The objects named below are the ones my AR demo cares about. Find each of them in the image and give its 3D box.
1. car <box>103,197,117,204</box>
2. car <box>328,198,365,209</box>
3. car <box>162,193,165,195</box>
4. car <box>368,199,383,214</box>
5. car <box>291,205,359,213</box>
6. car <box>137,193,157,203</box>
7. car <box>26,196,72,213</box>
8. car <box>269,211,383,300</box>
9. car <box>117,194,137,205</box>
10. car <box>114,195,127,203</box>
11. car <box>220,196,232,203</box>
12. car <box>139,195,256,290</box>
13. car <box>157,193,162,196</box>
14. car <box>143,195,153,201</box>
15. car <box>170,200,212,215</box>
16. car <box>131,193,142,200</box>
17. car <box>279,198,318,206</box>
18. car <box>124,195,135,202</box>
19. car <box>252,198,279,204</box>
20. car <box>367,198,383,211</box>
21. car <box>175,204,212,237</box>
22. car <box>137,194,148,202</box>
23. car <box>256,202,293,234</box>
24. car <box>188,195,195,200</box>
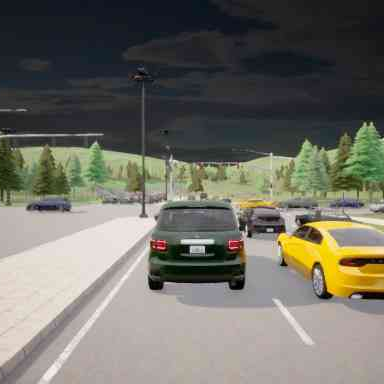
[{"bbox_3d":[-15.132,1.564,61.615,1.994,1.385,4.181,0,0,0],"label":"car"},{"bbox_3d":[20.779,1.526,44.897,4.674,1.442,1.812,0,0,1],"label":"car"},{"bbox_3d":[-8.102,1.552,78.126,1.994,1.385,4.181,0,0,0],"label":"car"},{"bbox_3d":[21.004,1.601,34.391,4.718,1.301,1.895,0,0,1],"label":"car"},{"bbox_3d":[7.080,1.601,17.864,1.895,1.301,4.718,0,0,0],"label":"car"},{"bbox_3d":[-8.142,1.491,60.537,2.128,1.511,4.902,0,0,0],"label":"car"},{"bbox_3d":[-15.701,1.352,36.630,4.553,1.767,2.097,0,0,-2],"label":"car"},{"bbox_3d":[3.589,1.478,8.466,1.882,1.535,5.008,0,0,0],"label":"car"},{"bbox_3d":[-11.687,1.526,60.189,1.812,1.442,4.674,0,0,1],"label":"car"},{"bbox_3d":[-15.091,1.500,70.287,1.837,1.490,4.892,0,0,0],"label":"car"},{"bbox_3d":[6.998,1.600,68.579,1.895,1.301,4.718,0,0,0],"label":"car"},{"bbox_3d":[0.091,1.221,9.212,2.150,2.045,5.566,0,0,0],"label":"car"},{"bbox_3d":[-8.090,1.355,69.618,2.097,1.767,4.553,0,0,0],"label":"car"},{"bbox_3d":[-11.613,1.552,88.158,1.994,1.385,4.181,0,0,0],"label":"car"},{"bbox_3d":[-0.150,1.564,33.858,4.181,1.385,1.994,0,0,-3],"label":"car"},{"bbox_3d":[-15.106,1.224,91.217,2.150,2.045,5.566,0,0,0],"label":"car"},{"bbox_3d":[13.271,1.492,41.742,4.902,1.511,2.128,0,0,4],"label":"car"},{"bbox_3d":[-15.105,1.478,80.675,1.882,1.535,5.008,0,0,0],"label":"car"},{"bbox_3d":[7.236,1.477,38.990,5.008,1.535,1.882,0,1,18],"label":"car"},{"bbox_3d":[24.784,1.492,41.353,4.902,1.511,2.128,0,0,1],"label":"car"},{"bbox_3d":[0.079,1.505,19.069,1.837,1.490,4.892,0,0,0],"label":"car"},{"bbox_3d":[-11.602,1.355,78.146,2.097,1.767,4.553,0,0,0],"label":"car"},{"bbox_3d":[3.580,1.505,17.691,1.837,1.490,4.892,0,0,0],"label":"car"},{"bbox_3d":[-0.070,1.552,95.412,1.994,1.385,4.181,0,0,1],"label":"car"}]
